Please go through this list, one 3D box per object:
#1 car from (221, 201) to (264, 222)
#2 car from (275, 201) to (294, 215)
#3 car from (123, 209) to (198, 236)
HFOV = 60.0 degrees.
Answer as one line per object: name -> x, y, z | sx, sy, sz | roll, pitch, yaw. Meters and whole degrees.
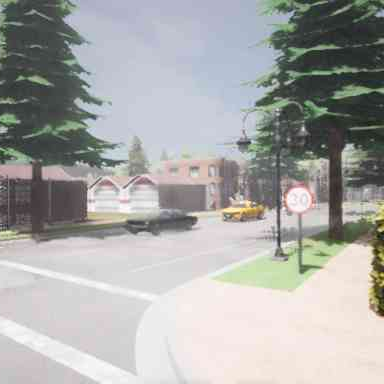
car -> 4.222, 1.557, 27.416 | 1.882, 1.535, 5.008 | -1, 0, 36
car -> 10.619, 1.601, 35.700 | 1.812, 1.442, 4.674 | -1, -1, 38
car -> -1.688, 1.680, 19.164 | 1.895, 1.301, 4.718 | -1, 0, 35
